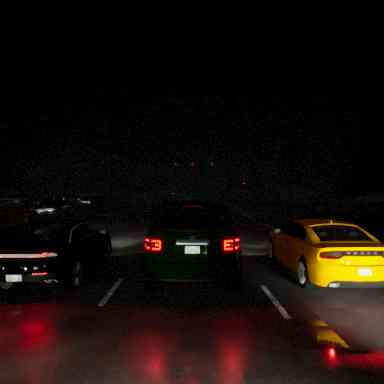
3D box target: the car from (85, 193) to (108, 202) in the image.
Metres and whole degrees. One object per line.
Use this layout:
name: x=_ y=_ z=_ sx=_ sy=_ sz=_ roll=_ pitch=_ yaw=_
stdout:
car: x=-18.562 y=1.271 z=64.778 sx=2.033 sy=1.411 sz=5.357 roll=0 pitch=0 yaw=-1

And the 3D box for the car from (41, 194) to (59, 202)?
car: x=-29.109 y=1.227 z=68.512 sx=1.812 sy=1.442 sz=4.674 roll=0 pitch=0 yaw=-1

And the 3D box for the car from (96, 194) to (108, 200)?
car: x=-22.400 y=1.176 z=83.012 sx=1.994 sy=1.385 sz=4.181 roll=0 pitch=0 yaw=-1

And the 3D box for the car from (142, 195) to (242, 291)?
car: x=-0.013 y=1.212 z=9.131 sx=2.150 sy=2.045 sz=5.566 roll=0 pitch=0 yaw=0

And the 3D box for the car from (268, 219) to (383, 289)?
car: x=3.475 y=1.468 z=9.186 sx=1.882 sy=1.535 sz=5.008 roll=0 pitch=0 yaw=0

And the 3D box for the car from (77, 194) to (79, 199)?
car: x=-29.332 y=1.188 z=80.872 sx=1.994 sy=1.385 sz=4.181 roll=0 pitch=0 yaw=-1

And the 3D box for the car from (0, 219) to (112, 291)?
car: x=-3.522 y=1.483 z=8.987 sx=2.128 sy=1.511 sz=4.902 roll=0 pitch=0 yaw=0

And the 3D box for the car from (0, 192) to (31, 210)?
car: x=-21.722 y=1.080 z=40.420 sx=2.150 sy=2.045 sz=5.566 roll=0 pitch=0 yaw=-1

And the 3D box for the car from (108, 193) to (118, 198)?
car: x=-18.724 y=1.219 z=75.261 sx=1.994 sy=1.385 sz=4.181 roll=0 pitch=0 yaw=-1

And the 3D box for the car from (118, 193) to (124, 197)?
car: x=-18.960 y=0.970 z=84.716 sx=2.097 sy=1.767 sz=4.553 roll=0 pitch=0 yaw=-1

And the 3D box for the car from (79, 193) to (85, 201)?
car: x=-22.161 y=1.239 z=71.550 sx=1.994 sy=1.385 sz=4.181 roll=0 pitch=0 yaw=-1

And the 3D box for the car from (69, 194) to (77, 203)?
car: x=-21.976 y=1.120 z=56.761 sx=2.097 sy=1.767 sz=4.553 roll=0 pitch=0 yaw=-1

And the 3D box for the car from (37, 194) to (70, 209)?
car: x=-18.276 y=1.389 z=43.604 sx=2.033 sy=1.411 sz=5.357 roll=0 pitch=0 yaw=-1
